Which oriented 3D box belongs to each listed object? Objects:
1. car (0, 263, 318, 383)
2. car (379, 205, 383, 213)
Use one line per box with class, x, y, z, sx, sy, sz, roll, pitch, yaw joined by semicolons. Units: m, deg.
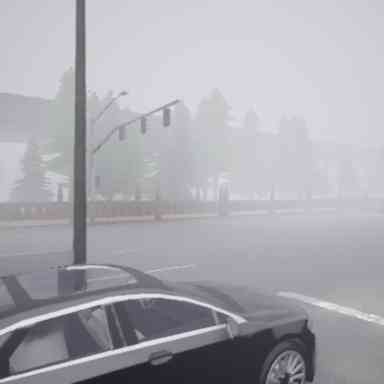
car;-0.772;1.495;3.218;4.902;1.511;2.128;0;0;-35
car;23.286;1.720;37.784;4.718;1.301;1.895;0;0;-35
